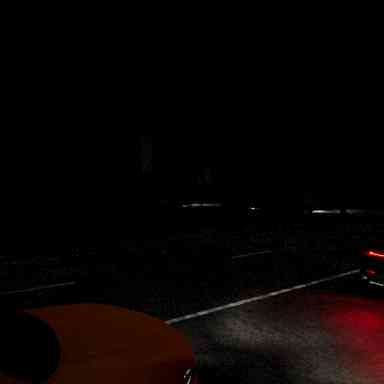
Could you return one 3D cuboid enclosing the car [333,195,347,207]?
[{"bbox_3d":[18.228,1.185,44.594,2.128,1.511,4.902,-1,0,-38],"label":"car"}]

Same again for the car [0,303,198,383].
[{"bbox_3d":[-2.225,1.478,2.141,5.008,1.535,1.882,0,0,-36],"label":"car"}]

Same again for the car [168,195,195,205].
[{"bbox_3d":[-1.853,1.301,52.617,1.837,1.490,4.892,-1,0,-39],"label":"car"}]

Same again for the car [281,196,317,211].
[{"bbox_3d":[11.019,1.350,36.564,1.994,1.385,4.181,-1,0,-39],"label":"car"}]

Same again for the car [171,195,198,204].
[{"bbox_3d":[-1.385,1.259,57.641,2.128,1.511,4.902,-1,0,-38],"label":"car"}]

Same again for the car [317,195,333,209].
[{"bbox_3d":[13.429,1.234,39.150,1.882,1.535,5.008,-1,0,-39],"label":"car"}]

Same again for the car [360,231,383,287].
[{"bbox_3d":[5.930,1.468,7.976,4.892,1.490,1.837,0,0,-35],"label":"car"}]
